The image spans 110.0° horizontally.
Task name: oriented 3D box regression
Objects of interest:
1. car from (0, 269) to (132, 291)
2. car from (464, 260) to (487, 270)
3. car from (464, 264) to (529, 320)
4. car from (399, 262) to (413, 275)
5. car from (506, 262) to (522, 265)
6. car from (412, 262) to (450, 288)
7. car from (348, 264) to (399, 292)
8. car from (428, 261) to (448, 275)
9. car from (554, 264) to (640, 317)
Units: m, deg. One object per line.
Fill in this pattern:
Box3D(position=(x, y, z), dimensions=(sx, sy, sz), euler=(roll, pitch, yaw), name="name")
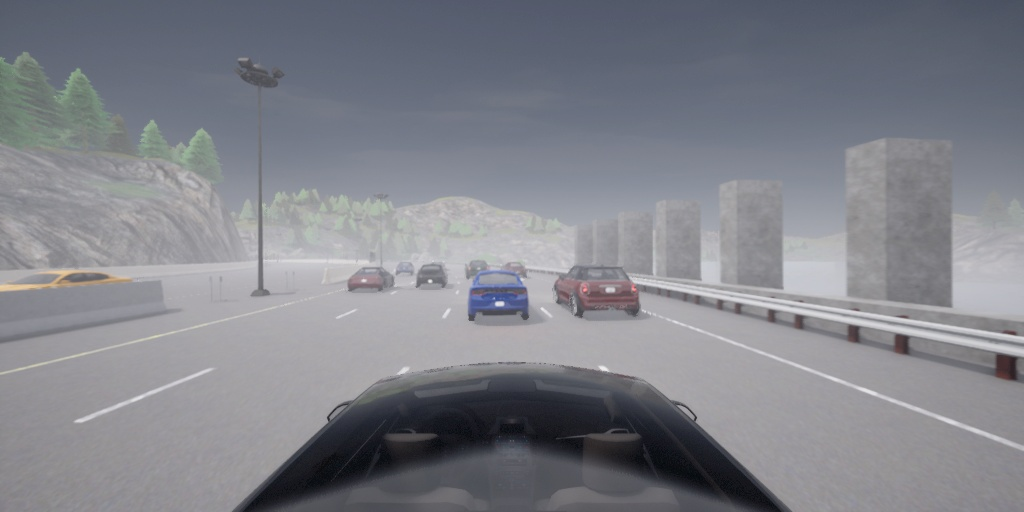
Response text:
Box3D(position=(-18.460, 1.336, 14.581), dimensions=(1.882, 1.535, 5.008), euler=(0, 0, -6), name="car")
Box3D(position=(-3.184, 1.118, 32.458), dimensions=(2.097, 1.767, 4.553), euler=(0, 0, -10), name="car")
Box3D(position=(-0.543, 1.230, 12.772), dimensions=(1.882, 1.535, 5.008), euler=(0, 0, -4), name="car")
Box3D(position=(-11.891, 1.364, 40.017), dimensions=(2.033, 1.411, 5.357), euler=(0, 0, -13), name="car")
Box3D(position=(0.144, 1.271, 33.656), dimensions=(1.812, 1.442, 4.674), euler=(0, 0, -11), name="car")
Box3D(position=(-5.391, 1.285, 24.476), dimensions=(1.837, 1.490, 4.892), euler=(0, 0, -8), name="car")
Box3D(position=(-8.621, 1.363, 22.230), dimensions=(1.994, 1.385, 4.181), euler=(0, 0, -7), name="car")
Box3D(position=(-8.507, 1.344, 40.934), dimensions=(2.033, 1.411, 5.357), euler=(0, 0, -13), name="car")
Box3D(position=(2.913, 1.083, 13.306), dimensions=(2.097, 1.767, 4.553), euler=(0, 0, -4), name="car")
